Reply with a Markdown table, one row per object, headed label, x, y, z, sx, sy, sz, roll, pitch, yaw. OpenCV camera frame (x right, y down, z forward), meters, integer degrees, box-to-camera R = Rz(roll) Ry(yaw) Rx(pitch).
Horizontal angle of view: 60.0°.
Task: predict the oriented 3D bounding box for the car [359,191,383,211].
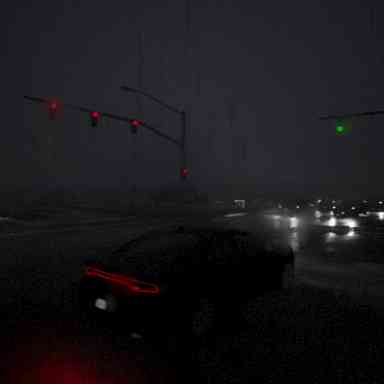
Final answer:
| label | x | y | z | sx | sy | sz | roll | pitch | yaw |
| --- | --- | --- | --- | --- | --- | --- | --- | --- | --- |
| car | 19.964 | 1.093 | 35.745 | 2.097 | 1.767 | 4.553 | 2 | 1 | 41 |

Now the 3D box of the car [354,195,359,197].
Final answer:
| label | x | y | z | sx | sy | sz | roll | pitch | yaw |
| --- | --- | --- | --- | --- | --- | --- | --- | --- | --- |
| car | 21.660 | 1.170 | 43.024 | 1.812 | 1.442 | 4.674 | 2 | 1 | 41 |

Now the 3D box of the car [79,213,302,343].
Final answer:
| label | x | y | z | sx | sy | sz | roll | pitch | yaw |
| --- | --- | --- | --- | --- | --- | --- | --- | --- | --- |
| car | 0.329 | 1.359 | 6.432 | 1.882 | 1.535 | 5.008 | 2 | 1 | 39 |

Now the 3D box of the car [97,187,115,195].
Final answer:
| label | x | y | z | sx | sy | sz | roll | pitch | yaw |
| --- | --- | --- | --- | --- | --- | --- | --- | --- | --- |
| car | -17.909 | -0.232 | 69.226 | 3.905 | 1.438 | 1.784 | 2 | 1 | 39 |

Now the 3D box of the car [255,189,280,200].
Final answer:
| label | x | y | z | sx | sy | sz | roll | pitch | yaw |
| --- | --- | --- | --- | --- | --- | --- | --- | --- | --- |
| car | 12.458 | 0.408 | 54.948 | 3.866 | 1.878 | 1.905 | 2 | 1 | 39 |

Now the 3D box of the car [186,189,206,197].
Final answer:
| label | x | y | z | sx | sy | sz | roll | pitch | yaw |
| --- | --- | --- | --- | --- | --- | --- | --- | --- | --- |
| car | 0.801 | 0.150 | 68.254 | 3.905 | 1.438 | 1.784 | 2 | 1 | 39 |

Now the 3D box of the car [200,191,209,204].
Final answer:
| label | x | y | z | sx | sy | sz | roll | pitch | yaw |
| --- | --- | --- | --- | --- | --- | --- | --- | --- | --- |
| car | 0.025 | 0.436 | 39.766 | 3.866 | 1.878 | 1.905 | 2 | 1 | 39 |

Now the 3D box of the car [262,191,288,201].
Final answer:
| label | x | y | z | sx | sy | sz | roll | pitch | yaw |
| --- | --- | --- | --- | --- | --- | --- | --- | --- | --- |
| car | 14.301 | 0.643 | 57.181 | 3.806 | 1.475 | 1.970 | 2 | 1 | 39 |

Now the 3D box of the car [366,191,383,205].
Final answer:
| label | x | y | z | sx | sy | sz | roll | pitch | yaw |
| --- | --- | --- | --- | --- | --- | --- | --- | --- | --- |
| car | 28.701 | 0.859 | 51.063 | 2.150 | 2.045 | 5.566 | 2 | 1 | 41 |

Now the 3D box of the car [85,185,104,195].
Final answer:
| label | x | y | z | sx | sy | sz | roll | pitch | yaw |
| --- | --- | --- | --- | --- | --- | --- | --- | --- | --- |
| car | -19.749 | -0.196 | 66.991 | 3.806 | 1.475 | 1.970 | 2 | 1 | 39 |

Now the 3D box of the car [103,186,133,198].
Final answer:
| label | x | y | z | sx | sy | sz | roll | pitch | yaw |
| --- | --- | --- | --- | --- | --- | --- | --- | --- | --- |
| car | -11.750 | 0.211 | 52.948 | 3.806 | 1.475 | 1.970 | 2 | 1 | 39 |

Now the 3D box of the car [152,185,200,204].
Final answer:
| label | x | y | z | sx | sy | sz | roll | pitch | yaw |
| --- | --- | --- | --- | --- | --- | --- | --- | --- | --- |
| car | -1.855 | 0.436 | 37.564 | 4.605 | 1.855 | 1.932 | 2 | 1 | 39 |

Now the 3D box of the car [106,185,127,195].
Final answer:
| label | x | y | z | sx | sy | sz | roll | pitch | yaw |
| --- | --- | --- | --- | --- | --- | --- | --- | --- | --- |
| car | -16.240 | -0.447 | 71.327 | 4.605 | 1.855 | 1.932 | 2 | 1 | 39 |

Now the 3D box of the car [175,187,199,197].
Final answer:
| label | x | y | z | sx | sy | sz | roll | pitch | yaw |
| --- | --- | --- | --- | --- | --- | --- | --- | --- | --- |
| car | -1.084 | -0.058 | 66.054 | 4.605 | 1.855 | 1.932 | 2 | 1 | 39 |

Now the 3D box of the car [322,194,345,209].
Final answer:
| label | x | y | z | sx | sy | sz | roll | pitch | yaw |
| --- | --- | --- | --- | --- | --- | --- | --- | --- | --- |
| car | 14.996 | 1.003 | 35.367 | 2.097 | 1.767 | 4.553 | 2 | 1 | 41 |

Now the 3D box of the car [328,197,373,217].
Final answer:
| label | x | y | z | sx | sy | sz | roll | pitch | yaw |
| --- | --- | --- | --- | --- | --- | --- | --- | --- | --- |
| car | 13.548 | 1.349 | 28.322 | 1.895 | 1.301 | 4.718 | 2 | 1 | 41 |

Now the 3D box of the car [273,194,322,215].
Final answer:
| label | x | y | z | sx | sy | sz | roll | pitch | yaw |
| --- | --- | --- | --- | --- | --- | --- | --- | --- | --- |
| car | 9.137 | 1.164 | 28.533 | 1.837 | 1.490 | 4.892 | 2 | 1 | 40 |
